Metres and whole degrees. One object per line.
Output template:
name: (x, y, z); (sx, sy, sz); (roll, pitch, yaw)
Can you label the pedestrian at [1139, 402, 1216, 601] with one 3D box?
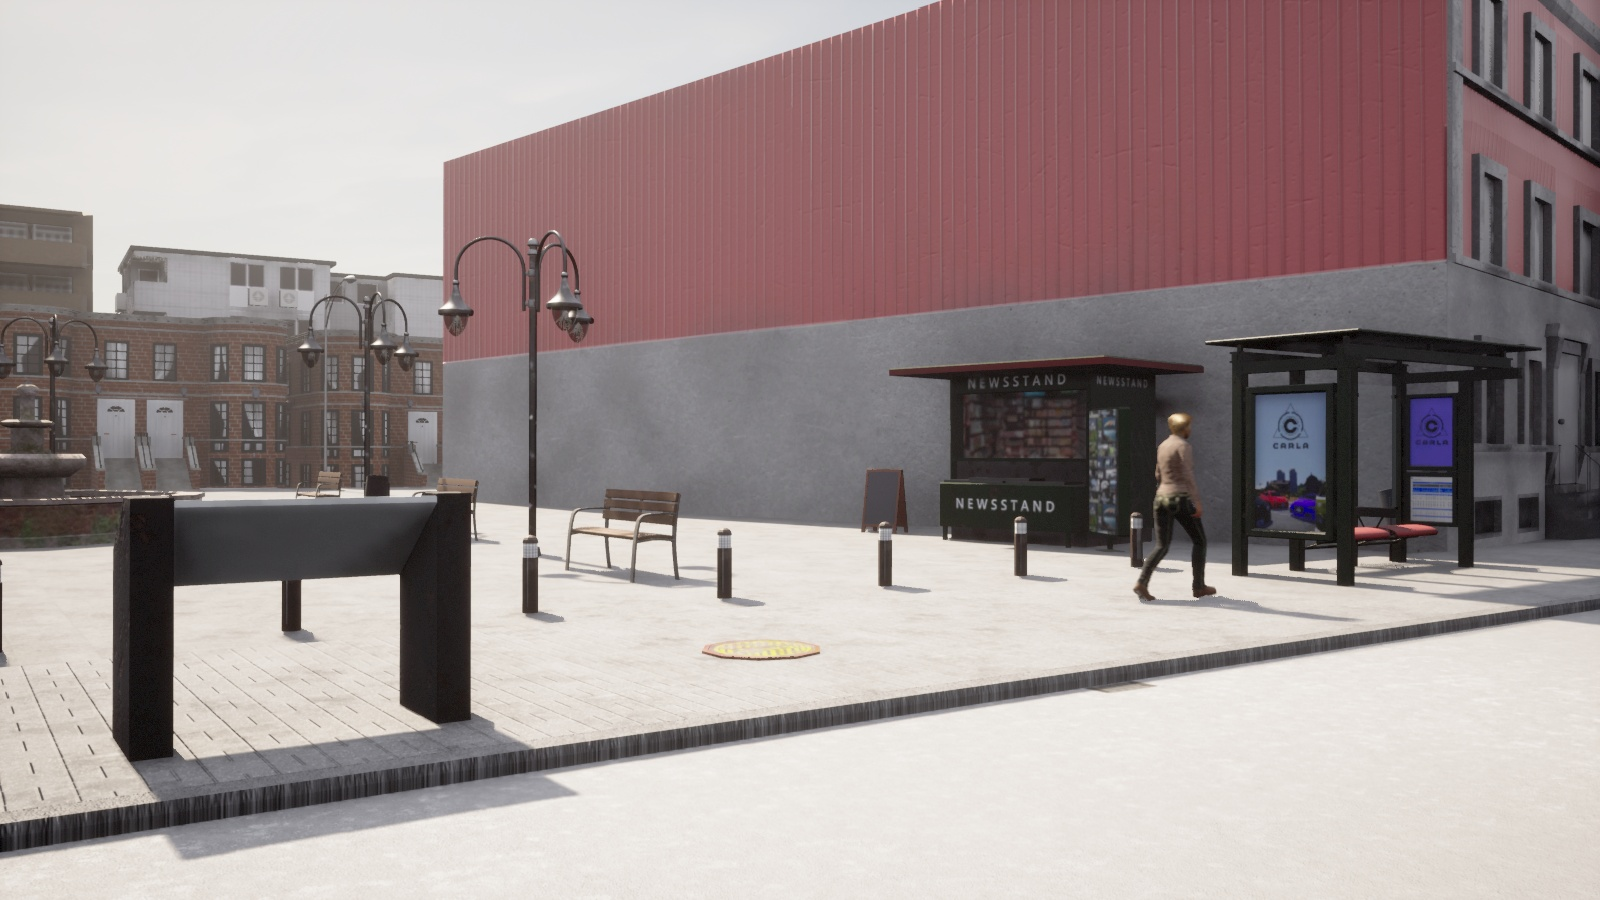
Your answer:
pedestrian: (3.580, 0.475, 11.912); (0.634, 1.846, 0.331); (0, 0, -22)
